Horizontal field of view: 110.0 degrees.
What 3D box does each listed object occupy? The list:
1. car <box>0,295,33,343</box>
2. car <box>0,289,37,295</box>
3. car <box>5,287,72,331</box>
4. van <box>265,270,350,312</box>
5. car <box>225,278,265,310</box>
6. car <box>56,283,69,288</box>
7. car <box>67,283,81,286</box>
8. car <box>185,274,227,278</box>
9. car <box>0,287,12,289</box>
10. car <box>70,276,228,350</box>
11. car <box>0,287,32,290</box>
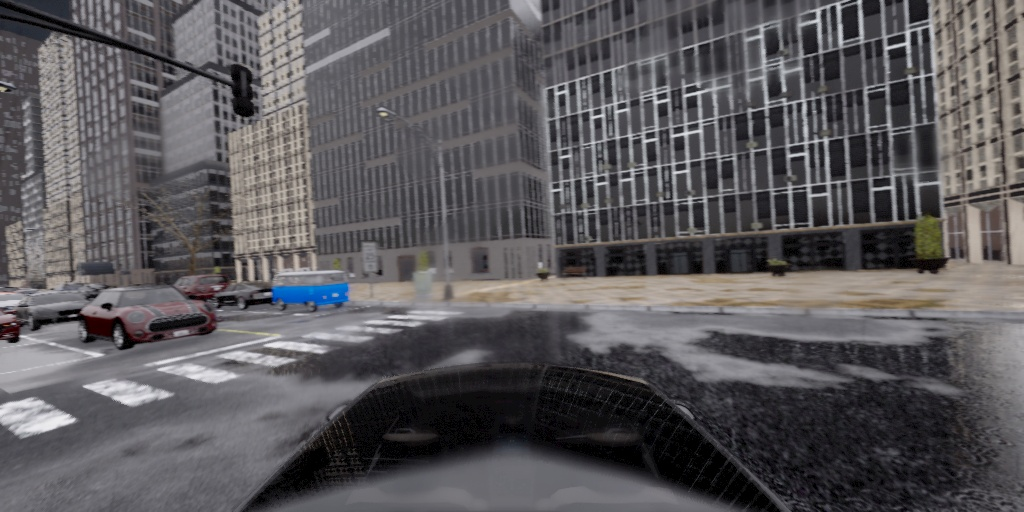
[{"bbox_3d":[-18.226,2.292,11.983,4.507,1.381,1.888,0,0,28],"label":"car"},{"bbox_3d":[-29.337,2.876,20.791,4.674,1.442,1.812,-3,0,28],"label":"car"},{"bbox_3d":[-20.498,2.372,16.094,4.892,1.490,1.837,-3,0,28],"label":"car"},{"bbox_3d":[-9.436,1.600,16.805,3.998,1.789,1.690,0,0,28],"label":"van"},{"bbox_3d":[-14.310,2.090,19.389,4.313,1.339,1.948,0,0,28],"label":"car"},{"bbox_3d":[-43.680,3.484,35.408,4.553,1.767,2.097,-3,0,28],"label":"car"},{"bbox_3d":[-37.504,3.296,32.175,4.892,1.490,1.837,-3,0,28],"label":"car"},{"bbox_3d":[-19.185,2.104,21.972,5.009,1.841,2.192,0,0,28],"label":"car"},{"bbox_3d":[-50.055,3.838,35.361,4.553,1.767,2.097,-3,0,29],"label":"car"},{"bbox_3d":[-11.463,1.727,11.300,4.553,1.767,2.097,-3,0,28],"label":"car"},{"bbox_3d":[-42.440,3.630,31.339,4.181,1.385,1.994,-3,0,29],"label":"car"}]
